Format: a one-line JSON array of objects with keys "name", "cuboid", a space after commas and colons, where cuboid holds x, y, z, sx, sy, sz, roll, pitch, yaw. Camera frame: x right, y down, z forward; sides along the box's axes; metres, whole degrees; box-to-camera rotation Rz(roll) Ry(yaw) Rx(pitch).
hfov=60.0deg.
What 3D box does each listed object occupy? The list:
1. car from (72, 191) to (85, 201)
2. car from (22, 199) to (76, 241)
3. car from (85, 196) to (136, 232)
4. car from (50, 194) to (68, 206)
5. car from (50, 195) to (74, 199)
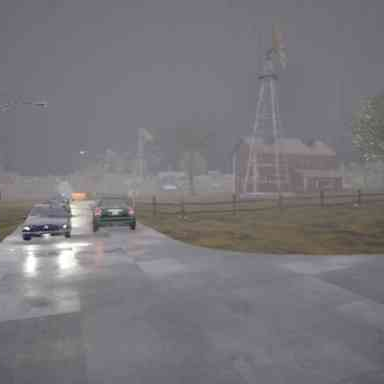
[{"name": "car", "cuboid": [-19.251, 0.631, 56.461, 2.097, 1.767, 4.553, -1, 1, -21]}, {"name": "car", "cuboid": [-6.651, 1.271, 15.615, 2.033, 1.411, 5.357, -1, 1, -20]}, {"name": "car", "cuboid": [-4.421, 1.010, 17.970, 2.097, 1.767, 4.553, -1, 1, -20]}, {"name": "car", "cuboid": [-17.133, 0.965, 42.982, 1.994, 1.385, 4.181, -1, 1, -21]}, {"name": "car", "cuboid": [-10.031, 1.159, 24.497, 1.994, 1.385, 4.181, -1, 1, -21]}]
